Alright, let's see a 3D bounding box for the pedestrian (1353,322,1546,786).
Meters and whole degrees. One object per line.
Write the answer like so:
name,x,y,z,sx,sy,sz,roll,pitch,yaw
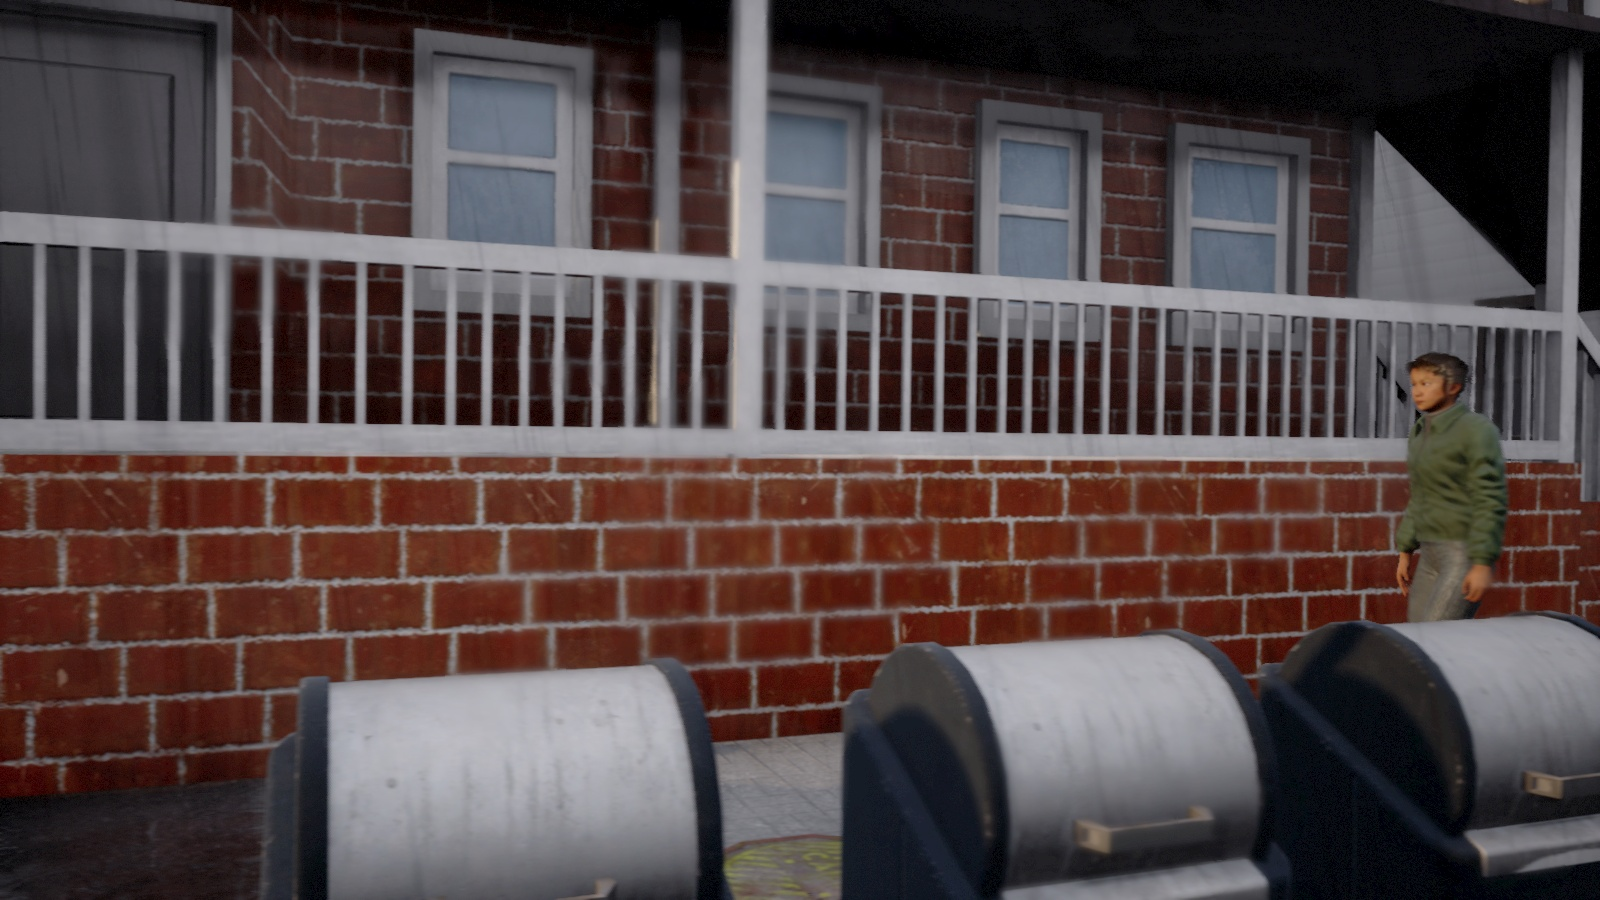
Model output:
pedestrian,2.669,0.412,5.186,0.614,1.847,0.353,0,1,-2
